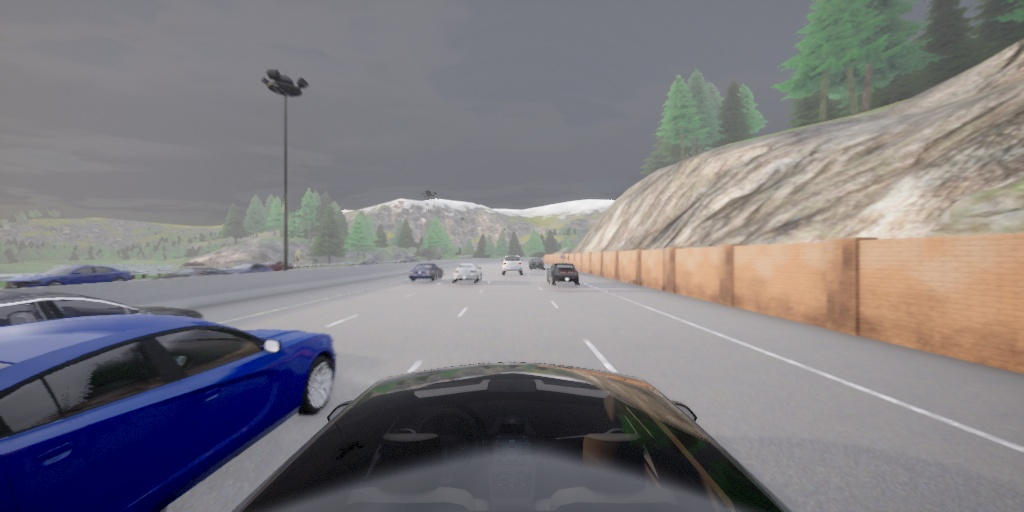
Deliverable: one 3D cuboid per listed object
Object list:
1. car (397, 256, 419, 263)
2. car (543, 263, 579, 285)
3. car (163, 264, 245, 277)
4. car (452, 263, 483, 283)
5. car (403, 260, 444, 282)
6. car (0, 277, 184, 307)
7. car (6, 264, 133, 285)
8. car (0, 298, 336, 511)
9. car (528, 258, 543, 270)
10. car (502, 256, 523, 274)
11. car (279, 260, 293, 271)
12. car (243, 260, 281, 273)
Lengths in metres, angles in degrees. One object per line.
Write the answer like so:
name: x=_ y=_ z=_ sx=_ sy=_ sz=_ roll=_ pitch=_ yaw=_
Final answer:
car: x=-17.548 y=1.035 z=61.530 sx=2.150 sy=2.045 sz=5.566 roll=0 pitch=0 yaw=0
car: x=3.584 y=1.250 z=25.744 sx=1.837 sy=1.490 sz=4.892 roll=0 pitch=0 yaw=0
car: x=-17.597 y=1.336 z=19.962 sx=1.994 sy=1.385 sz=4.181 roll=0 pitch=0 yaw=0
car: x=-3.420 y=1.281 z=27.945 sx=1.812 sy=1.442 sz=4.674 roll=0 pitch=0 yaw=0
car: x=-6.958 y=1.307 z=29.511 sx=2.033 sy=1.411 sz=5.357 roll=0 pitch=0 yaw=0
car: x=-6.877 y=1.250 z=5.028 sx=2.128 sy=1.511 sz=4.902 roll=0 pitch=0 yaw=0
car: x=-24.598 y=1.258 z=20.197 sx=1.882 sy=1.535 sz=5.008 roll=0 pitch=0 yaw=0
car: x=-3.360 y=1.232 z=2.974 sx=1.882 sy=1.535 sz=5.008 roll=0 pitch=0 yaw=0
car: x=3.563 y=1.100 z=53.284 sx=2.097 sy=1.767 sz=4.553 roll=0 pitch=0 yaw=0
car: x=0.065 y=0.971 z=40.487 sx=2.150 sy=2.045 sz=5.566 roll=0 pitch=0 yaw=0
car: x=-28.090 y=1.263 z=42.358 sx=1.882 sy=1.535 sz=5.008 roll=0 pitch=0 yaw=0
car: x=-21.100 y=1.302 z=28.631 sx=1.812 sy=1.442 sz=4.674 roll=0 pitch=0 yaw=0
